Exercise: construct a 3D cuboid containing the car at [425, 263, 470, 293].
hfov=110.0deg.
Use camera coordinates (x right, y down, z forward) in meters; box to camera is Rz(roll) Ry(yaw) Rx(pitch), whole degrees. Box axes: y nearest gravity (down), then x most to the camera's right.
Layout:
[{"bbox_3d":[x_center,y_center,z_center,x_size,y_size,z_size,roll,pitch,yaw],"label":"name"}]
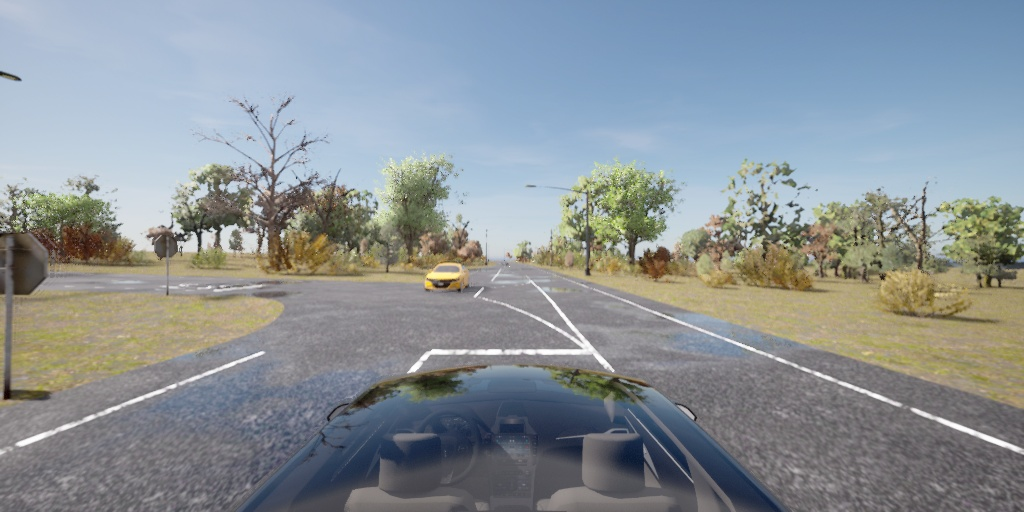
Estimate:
[{"bbox_3d":[-3.503,1.145,20.188,1.882,1.535,5.008,1,-1,0],"label":"car"}]
